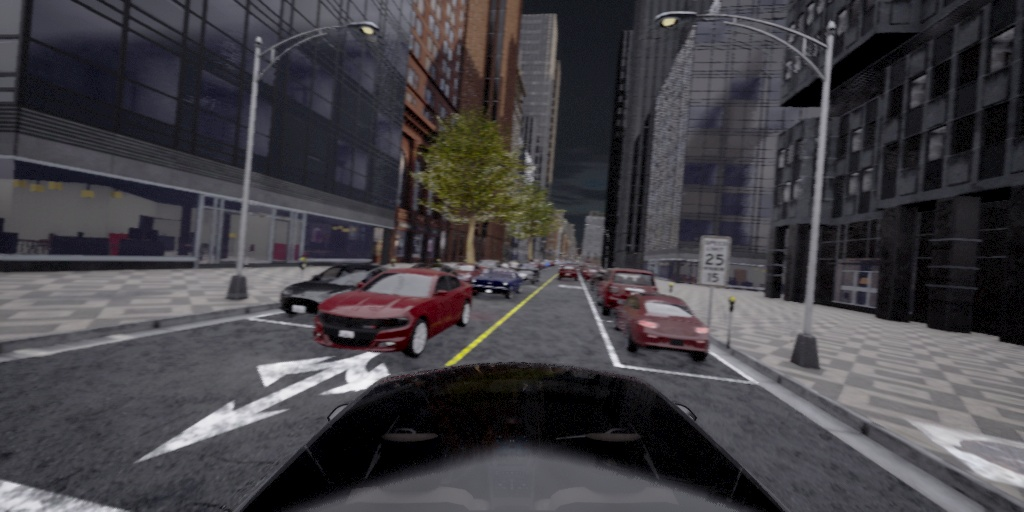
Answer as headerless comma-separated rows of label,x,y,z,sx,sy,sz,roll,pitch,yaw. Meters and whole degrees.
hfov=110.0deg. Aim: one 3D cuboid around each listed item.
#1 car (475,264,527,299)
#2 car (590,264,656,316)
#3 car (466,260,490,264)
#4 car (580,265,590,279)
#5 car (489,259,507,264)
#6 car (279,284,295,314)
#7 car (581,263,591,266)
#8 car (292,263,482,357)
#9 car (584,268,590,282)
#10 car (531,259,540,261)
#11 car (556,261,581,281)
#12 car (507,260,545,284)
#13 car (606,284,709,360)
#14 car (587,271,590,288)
car,-0.648,1.284,18.097,1.895,1.301,4.718,5,0,10
car,4.574,1.426,14.838,2.192,1.841,5.009,0,0,10
car,-2.855,1.087,21.835,1.802,1.307,4.207,0,0,10
car,8.359,1.965,37.069,1.888,1.381,4.507,0,0,10
car,-1.909,1.020,27.393,1.967,1.591,4.097,0,0,10
car,-4.749,0.923,10.717,1.948,1.339,4.313,0,0,10
car,9.305,1.816,42.628,2.192,1.841,5.009,0,0,10
car,-2.315,1.032,8.322,1.882,1.535,5.008,5,0,9
car,6.467,1.828,25.953,1.948,1.339,4.313,0,0,10
car,2.822,1.530,55.188,1.888,1.381,4.507,0,0,10
car,5.932,1.698,37.701,1.882,1.535,5.008,5,0,10
car,1.116,1.316,28.359,2.128,1.511,4.902,5,0,10
car,3.627,1.620,9.280,1.802,1.307,4.207,0,0,10
car,5.520,1.752,20.396,1.948,1.339,4.313,0,0,10
